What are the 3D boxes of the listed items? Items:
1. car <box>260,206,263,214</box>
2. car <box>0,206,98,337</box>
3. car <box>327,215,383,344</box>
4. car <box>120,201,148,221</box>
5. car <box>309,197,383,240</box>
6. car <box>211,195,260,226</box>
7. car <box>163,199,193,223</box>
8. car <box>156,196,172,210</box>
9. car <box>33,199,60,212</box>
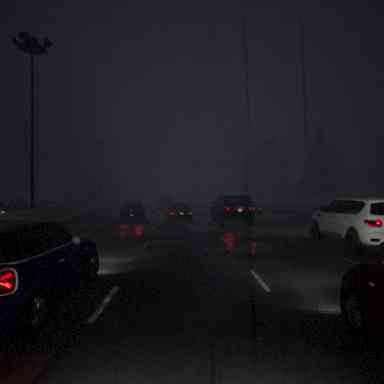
[{"bbox_3d":[5.286,1.529,32.376,2.033,1.411,5.357,0,0,-7],"label":"car"},{"bbox_3d":[-3.450,1.348,6.790,2.097,1.767,4.553,0,0,-1],"label":"car"},{"bbox_3d":[3.580,1.350,3.835,2.097,1.767,4.553,0,0,0],"label":"car"},{"bbox_3d":[-4.641,1.476,26.662,2.128,1.511,4.902,0,0,-6],"label":"car"},{"bbox_3d":[6.853,1.214,13.788,2.150,2.045,5.566,0,0,-2],"label":"car"},{"bbox_3d":[2.735,1.208,23.268,2.150,2.045,5.566,0,0,-5],"label":"car"},{"bbox_3d":[-0.971,1.533,25.431,2.033,1.411,5.357,0,0,-6],"label":"car"},{"bbox_3d":[-3.361,1.328,42.187,2.097,1.767,4.553,0,0,-10],"label":"car"},{"bbox_3d":[-17.295,1.578,39.722,1.895,1.301,4.718,0,0,-10],"label":"car"}]
